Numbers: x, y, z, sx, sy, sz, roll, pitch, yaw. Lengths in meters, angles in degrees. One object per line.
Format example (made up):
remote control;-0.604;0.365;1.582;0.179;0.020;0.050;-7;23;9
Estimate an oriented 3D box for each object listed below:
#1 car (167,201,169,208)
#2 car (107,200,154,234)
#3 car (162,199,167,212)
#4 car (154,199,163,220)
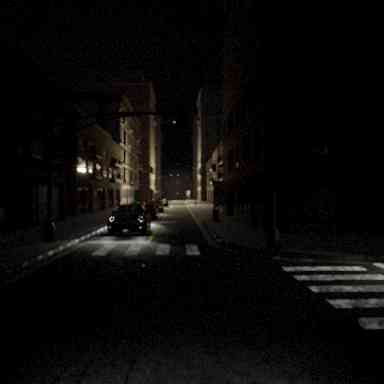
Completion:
car;-4.911;1.934;55.628;1.994;1.385;4.181;0;0;-2
car;-3.645;1.476;19.933;2.097;1.767;4.553;0;0;-3
car;-4.424;1.724;40.187;1.882;1.535;5.008;0;0;-2
car;-4.044;1.677;29.913;2.128;1.511;4.902;0;0;-2
